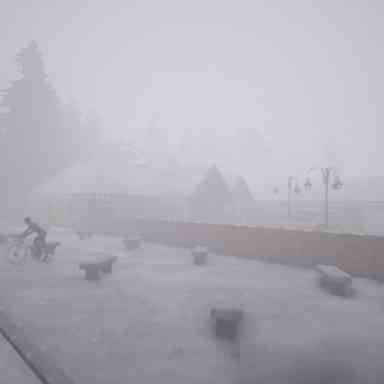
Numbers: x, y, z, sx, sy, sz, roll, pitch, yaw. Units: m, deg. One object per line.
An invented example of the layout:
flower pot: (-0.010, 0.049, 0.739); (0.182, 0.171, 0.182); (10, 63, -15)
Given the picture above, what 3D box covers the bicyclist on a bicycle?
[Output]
bicyclist on a bicycle: (-5.667, 1.713, 11.750); (1.656, 1.620, 0.582); (4, -3, -42)
